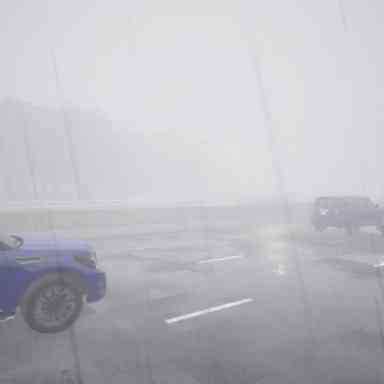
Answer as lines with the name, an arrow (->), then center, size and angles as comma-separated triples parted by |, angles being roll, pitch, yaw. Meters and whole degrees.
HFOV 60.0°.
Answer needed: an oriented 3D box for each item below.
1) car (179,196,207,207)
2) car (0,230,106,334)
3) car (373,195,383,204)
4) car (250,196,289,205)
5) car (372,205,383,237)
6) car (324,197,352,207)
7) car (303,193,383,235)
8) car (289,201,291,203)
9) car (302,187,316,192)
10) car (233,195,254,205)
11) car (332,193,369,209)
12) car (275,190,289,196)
car -> 0.162, 1.300, 45.470 | 1.882, 1.535, 5.008 | 0, 1, 34
car -> -4.193, 1.214, 5.062 | 5.566, 2.045, 2.150 | 0, 0, -36
car -> 34.417, 1.310, 59.336 | 5.008, 1.535, 1.882 | -1, 1, -36
car -> 9.060, 1.480, 36.516 | 4.892, 1.490, 1.837 | 0, 0, -36
car -> 10.913, 1.500, 15.984 | 4.892, 1.490, 1.837 | 0, 0, -36
car -> 22.096, 1.502, 50.335 | 4.181, 1.385, 1.994 | 0, 0, -36
car -> 9.039, 1.212, 18.949 | 5.566, 2.045, 2.150 | 0, 0, -36
car -> 12.593, 1.544, 34.757 | 4.181, 1.385, 1.994 | 0, 0, -36
car -> 29.248, -0.521, 83.209 | 1.895, 1.301, 4.718 | 0, 3, 41
car -> 6.978, 1.450, 39.322 | 4.902, 1.511, 2.128 | 1, 0, -36
car -> 21.860, 1.179, 45.848 | 5.566, 2.045, 2.150 | 0, 0, -36
car -> 19.290, 0.418, 71.515 | 2.128, 1.511, 4.902 | 0, 3, 39
